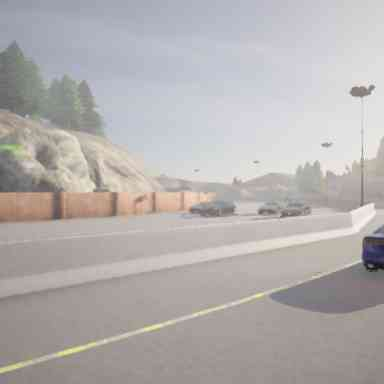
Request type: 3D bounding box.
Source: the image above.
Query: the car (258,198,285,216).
[{"bbox_3d":[8.594,1.688,35.201,2.033,1.411,5.357,0,0,29],"label":"car"}]

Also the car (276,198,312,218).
[{"bbox_3d":[9.449,1.618,29.956,1.837,1.490,4.892,0,0,32],"label":"car"}]

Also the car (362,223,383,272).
[{"bbox_3d":[6.798,1.504,9.951,5.008,1.535,1.882,0,0,-44],"label":"car"}]

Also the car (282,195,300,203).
[{"bbox_3d":[20.444,1.417,68.829,2.033,1.411,5.357,0,0,-2],"label":"car"}]

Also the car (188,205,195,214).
[{"bbox_3d":[1.664,1.721,37.130,2.033,1.411,5.357,0,0,31],"label":"car"}]

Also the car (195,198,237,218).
[{"bbox_3d":[2.598,1.499,32.281,2.097,1.767,4.553,0,0,33],"label":"car"}]
